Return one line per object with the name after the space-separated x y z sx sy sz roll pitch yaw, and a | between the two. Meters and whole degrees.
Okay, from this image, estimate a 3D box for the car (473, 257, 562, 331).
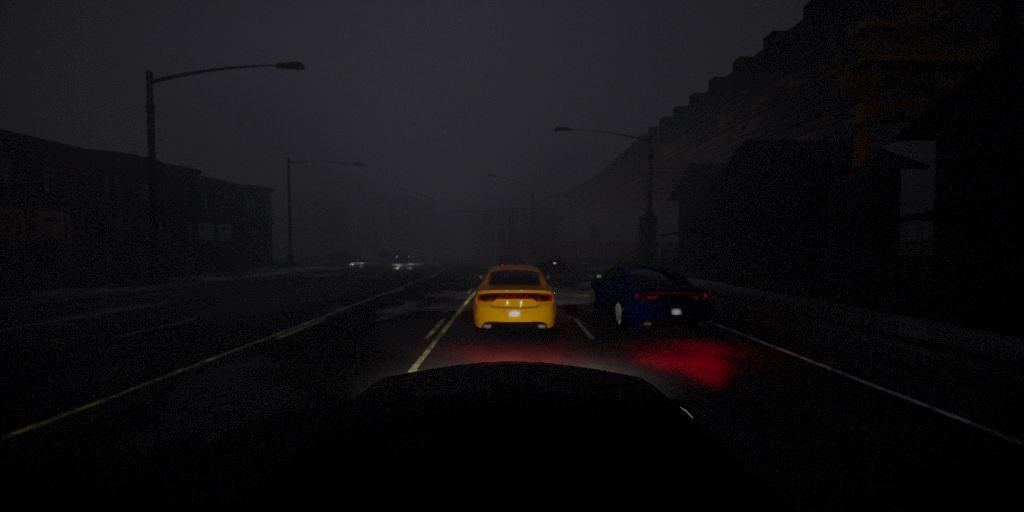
0.071 0.974 9.982 1.882 1.535 5.008 0 2 0 | car

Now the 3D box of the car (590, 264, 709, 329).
3.573 0.967 10.221 1.882 1.535 5.008 0 2 0 | car

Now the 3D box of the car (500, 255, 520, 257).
-0.185 0.568 27.306 1.895 1.301 4.718 0 2 -3 | car

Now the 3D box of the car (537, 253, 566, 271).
3.087 0.460 29.616 1.994 1.385 4.181 0 2 -6 | car

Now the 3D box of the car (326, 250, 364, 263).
-20.072 0.034 43.024 5.357 1.411 2.033 1 2 33 | car

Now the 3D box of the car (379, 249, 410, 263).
-13.986 -0.021 42.507 5.008 1.535 1.882 2 2 45 | car
